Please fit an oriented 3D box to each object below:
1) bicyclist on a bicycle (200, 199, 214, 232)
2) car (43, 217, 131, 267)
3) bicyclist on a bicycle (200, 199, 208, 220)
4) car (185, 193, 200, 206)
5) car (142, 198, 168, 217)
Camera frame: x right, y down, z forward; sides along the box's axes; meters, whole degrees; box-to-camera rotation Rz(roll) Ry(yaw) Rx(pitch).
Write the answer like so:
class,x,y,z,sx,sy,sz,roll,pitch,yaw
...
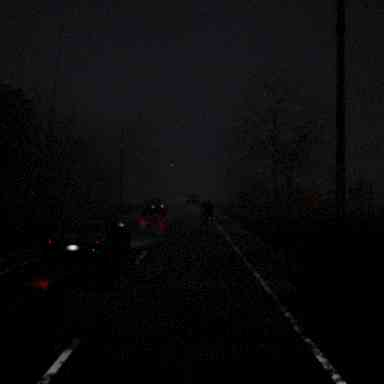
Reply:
class,x,y,z,sx,sy,sz,roll,pitch,yaw
bicyclist on a bicycle,0.970,1.365,19.112,0.659,1.776,1.843,0,0,0
car,-3.399,1.560,11.480,1.994,1.385,4.181,0,0,0
bicyclist on a bicycle,0.972,1.445,27.911,0.582,1.620,1.656,0,0,0
car,0.111,1.208,54.989,2.150,2.045,5.566,0,0,0
car,-3.395,1.343,31.319,2.097,1.767,4.553,0,0,0
